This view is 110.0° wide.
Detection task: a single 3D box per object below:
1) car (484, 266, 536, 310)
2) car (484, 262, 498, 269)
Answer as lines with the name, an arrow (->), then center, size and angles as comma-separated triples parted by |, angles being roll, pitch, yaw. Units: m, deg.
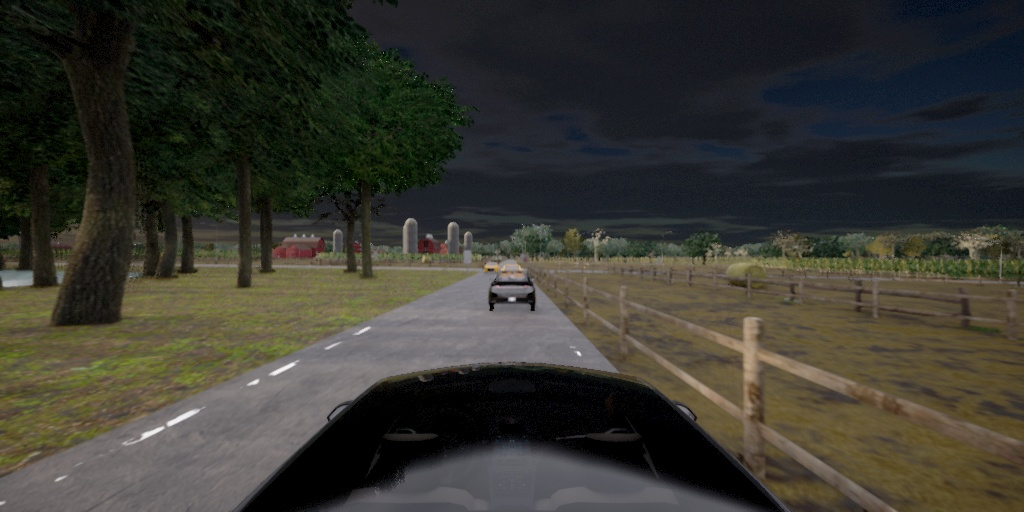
car -> 0.017, 1.367, 15.370 | 2.128, 1.511, 4.902 | 0, 0, 0
car -> -2.784, 1.614, 49.663 | 1.882, 1.535, 5.008 | 0, -1, 1
